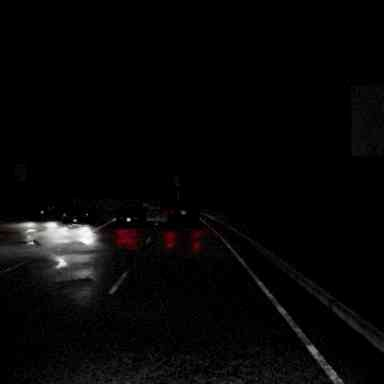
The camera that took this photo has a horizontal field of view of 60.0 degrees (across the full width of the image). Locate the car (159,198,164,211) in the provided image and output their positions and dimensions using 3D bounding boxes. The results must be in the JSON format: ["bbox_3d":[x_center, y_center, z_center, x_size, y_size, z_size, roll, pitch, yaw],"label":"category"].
[{"bbox_3d":[-2.888,1.469,40.978,2.128,1.511,4.902,0,0,-10],"label":"car"}]

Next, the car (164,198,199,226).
[{"bbox_3d":[-0.700,1.353,23.265,2.097,1.767,4.553,0,0,-4],"label":"car"}]

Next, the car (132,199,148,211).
[{"bbox_3d":[-6.454,1.575,41.197,1.895,1.301,4.718,0,0,-10],"label":"car"}]

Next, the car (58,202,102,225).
[{"bbox_3d":[-7.977,1.599,24.444,1.895,1.301,4.718,0,0,-5],"label":"car"}]

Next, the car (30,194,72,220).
[{"bbox_3d":[-11.822,1.214,28.384,2.150,2.045,5.566,0,0,-6],"label":"car"}]

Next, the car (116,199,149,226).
[{"bbox_3d":[-4.237,1.505,23.695,1.837,1.490,4.892,0,0,-4],"label":"car"}]
